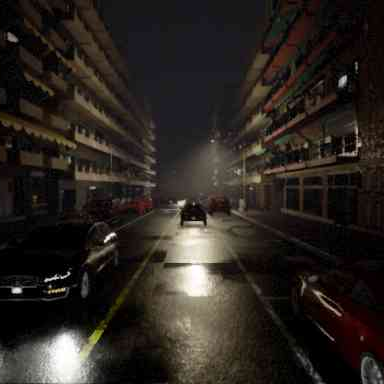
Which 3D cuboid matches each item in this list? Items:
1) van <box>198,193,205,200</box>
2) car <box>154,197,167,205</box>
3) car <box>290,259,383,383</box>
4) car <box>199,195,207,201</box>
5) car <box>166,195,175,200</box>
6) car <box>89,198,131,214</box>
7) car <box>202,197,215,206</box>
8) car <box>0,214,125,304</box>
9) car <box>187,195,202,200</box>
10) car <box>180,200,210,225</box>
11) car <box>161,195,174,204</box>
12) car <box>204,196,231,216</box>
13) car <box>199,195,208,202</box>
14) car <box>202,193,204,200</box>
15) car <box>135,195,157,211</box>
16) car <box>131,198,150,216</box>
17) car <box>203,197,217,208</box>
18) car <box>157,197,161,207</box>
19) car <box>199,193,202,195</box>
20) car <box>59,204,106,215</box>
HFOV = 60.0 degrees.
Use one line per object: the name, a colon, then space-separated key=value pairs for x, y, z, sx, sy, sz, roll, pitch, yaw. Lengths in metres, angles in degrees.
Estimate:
van: x=2.689 y=1.309 z=95.187 sx=1.690 sy=1.788 sz=3.998 roll=-1 pitch=0 yaw=0
car: x=-5.692 y=1.562 z=61.144 sx=1.947 sy=1.339 sz=4.313 roll=-1 pitch=0 yaw=0
car: x=2.646 y=1.583 z=4.556 sx=1.802 sy=1.307 sz=4.206 roll=-1 pitch=0 yaw=0
car: x=2.691 y=1.562 z=83.859 sx=1.802 sy=1.307 sz=4.206 roll=-1 pitch=0 yaw=0
car: x=-5.688 y=1.526 z=89.469 sx=2.008 sy=1.369 sz=4.403 roll=-1 pitch=0 yaw=0
car: x=-5.703 y=1.321 z=21.490 sx=2.192 sy=1.841 sz=5.009 roll=-1 pitch=0 yaw=0
car: x=2.659 y=1.565 z=55.536 sx=1.947 sy=1.339 sz=4.313 roll=-1 pitch=0 yaw=0
car: x=-3.098 y=1.508 z=8.314 sx=1.837 sy=1.490 sz=4.892 roll=0 pitch=0 yaw=0
car: x=0.107 y=1.508 z=44.638 sx=1.837 sy=1.490 sz=4.892 roll=0 pitch=0 yaw=0
car: x=0.106 y=1.531 z=24.072 sx=1.812 sy=1.442 sz=4.674 roll=0 pitch=0 yaw=0
car: x=-2.992 y=1.209 z=49.097 sx=1.994 sy=1.385 sz=4.181 roll=0 pitch=0 yaw=0
car: x=2.646 y=1.321 z=32.877 sx=2.192 sy=1.841 sz=5.009 roll=-1 pitch=0 yaw=0
car: x=2.690 y=1.535 z=78.194 sx=2.008 sy=1.369 sz=4.403 roll=-1 pitch=0 yaw=0
car: x=2.647 y=1.320 z=38.543 sx=2.192 sy=1.841 sz=5.009 roll=-1 pitch=0 yaw=0
car: x=-5.700 y=1.321 z=38.483 sx=2.192 sy=1.841 sz=5.009 roll=-1 pitch=0 yaw=0
car: x=-5.697 y=1.551 z=32.820 sx=1.887 sy=1.381 sz=4.507 roll=-1 pitch=0 yaw=0
car: x=2.653 y=1.547 z=49.872 sx=1.887 sy=1.381 sz=4.507 roll=-1 pitch=0 yaw=0
car: x=-5.695 y=1.547 z=49.813 sx=1.887 sy=1.381 sz=4.507 roll=-1 pitch=0 yaw=0
car: x=2.691 y=1.555 z=72.529 sx=1.947 sy=1.339 sz=4.313 roll=-1 pitch=0 yaw=0
car: x=-5.701 y=1.530 z=15.655 sx=1.752 sy=1.417 sz=4.829 roll=-1 pitch=0 yaw=0
